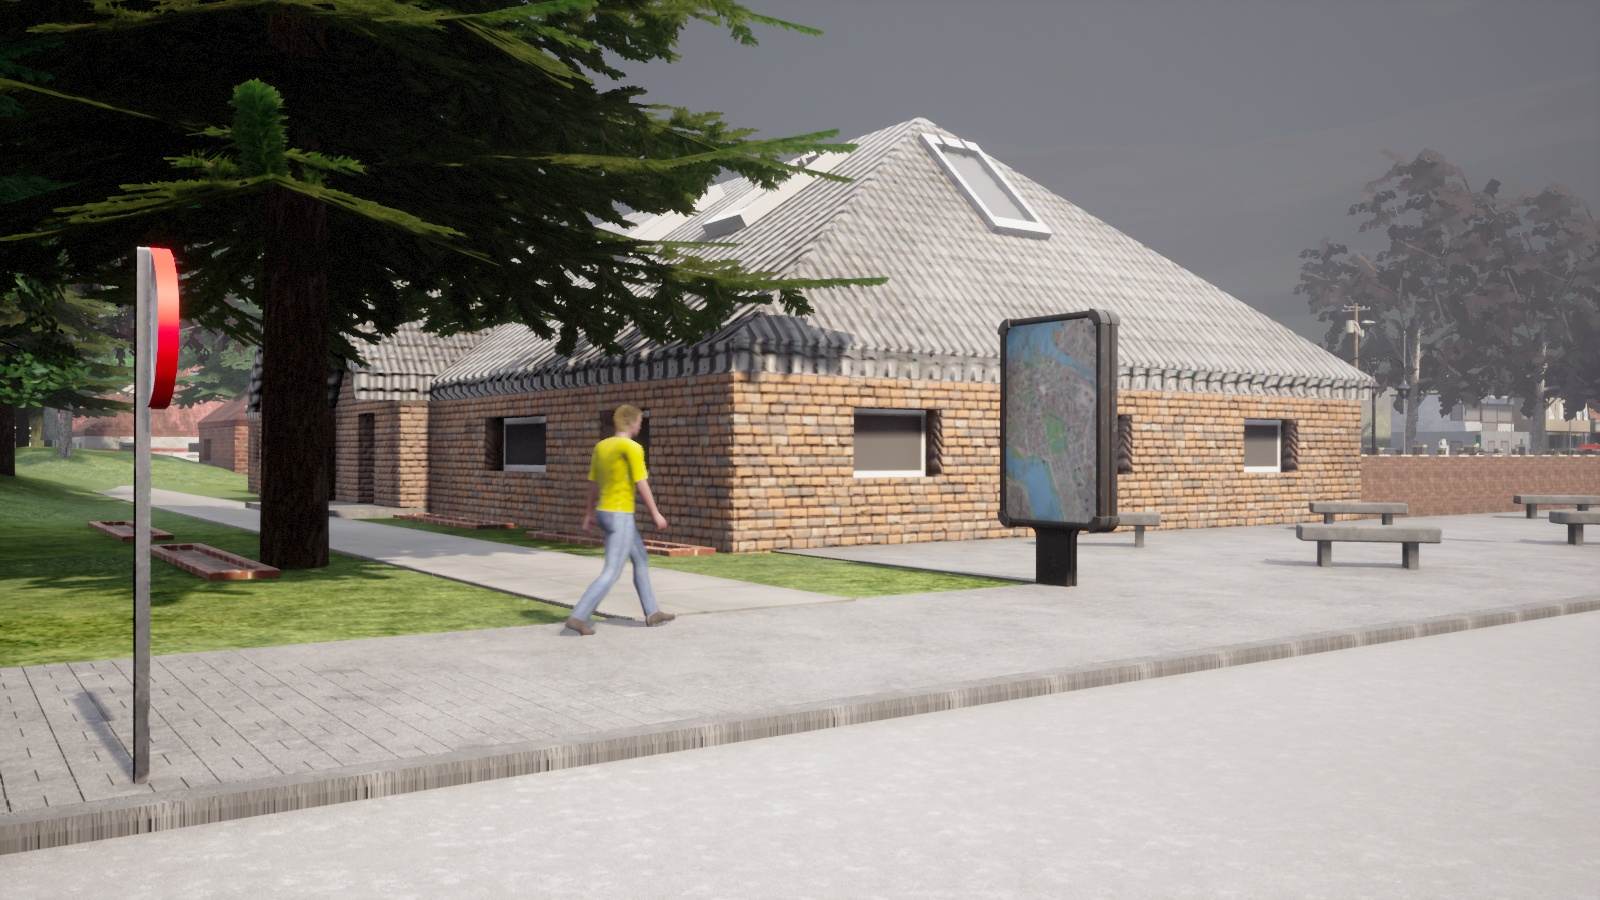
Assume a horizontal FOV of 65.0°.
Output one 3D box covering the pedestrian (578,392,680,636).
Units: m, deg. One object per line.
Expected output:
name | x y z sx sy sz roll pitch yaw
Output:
pedestrian | -1.333 0.481 9.822 0.706 1.836 0.354 0 0 -37
